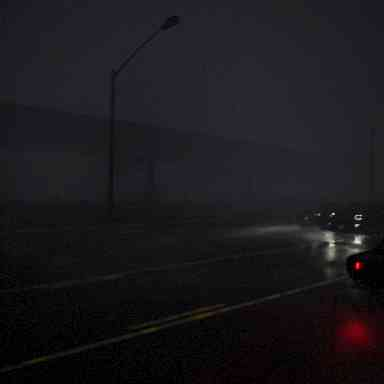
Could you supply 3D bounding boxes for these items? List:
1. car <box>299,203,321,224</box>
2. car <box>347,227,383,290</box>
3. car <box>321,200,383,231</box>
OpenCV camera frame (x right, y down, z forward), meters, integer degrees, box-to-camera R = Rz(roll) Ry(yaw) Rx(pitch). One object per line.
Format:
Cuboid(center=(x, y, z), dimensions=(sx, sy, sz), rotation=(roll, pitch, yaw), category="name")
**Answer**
Cuboid(center=(9.683, 1.498, 23.707), dimensions=(4.902, 1.511, 2.128), rotation=(0, 0, -35), category="car")
Cuboid(center=(5.768, 1.604, 7.864), dimensions=(4.718, 1.301, 1.895), rotation=(0, 0, -35), category="car")
Cuboid(center=(10.107, 1.359, 19.737), dimensions=(4.553, 1.767, 2.097), rotation=(0, 0, -35), category="car")
